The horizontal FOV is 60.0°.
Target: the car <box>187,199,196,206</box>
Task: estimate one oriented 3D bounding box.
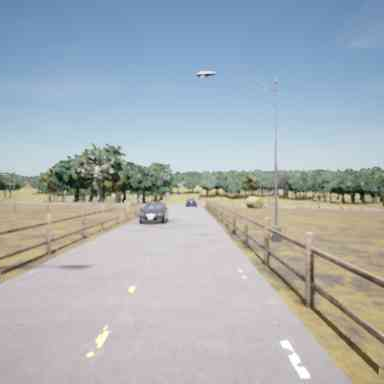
[{"bbox_3d":[-0.111,2.307,71.716,1.837,1.490,4.892,0,-2,0],"label":"car"}]

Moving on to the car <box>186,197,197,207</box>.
[{"bbox_3d":[-0.095,1.907,61.716,2.097,1.767,4.553,0,-1,0],"label":"car"}]

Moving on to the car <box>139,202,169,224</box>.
[{"bbox_3d":[-2.801,1.523,25.064,2.128,1.511,4.902,0,0,0],"label":"car"}]
